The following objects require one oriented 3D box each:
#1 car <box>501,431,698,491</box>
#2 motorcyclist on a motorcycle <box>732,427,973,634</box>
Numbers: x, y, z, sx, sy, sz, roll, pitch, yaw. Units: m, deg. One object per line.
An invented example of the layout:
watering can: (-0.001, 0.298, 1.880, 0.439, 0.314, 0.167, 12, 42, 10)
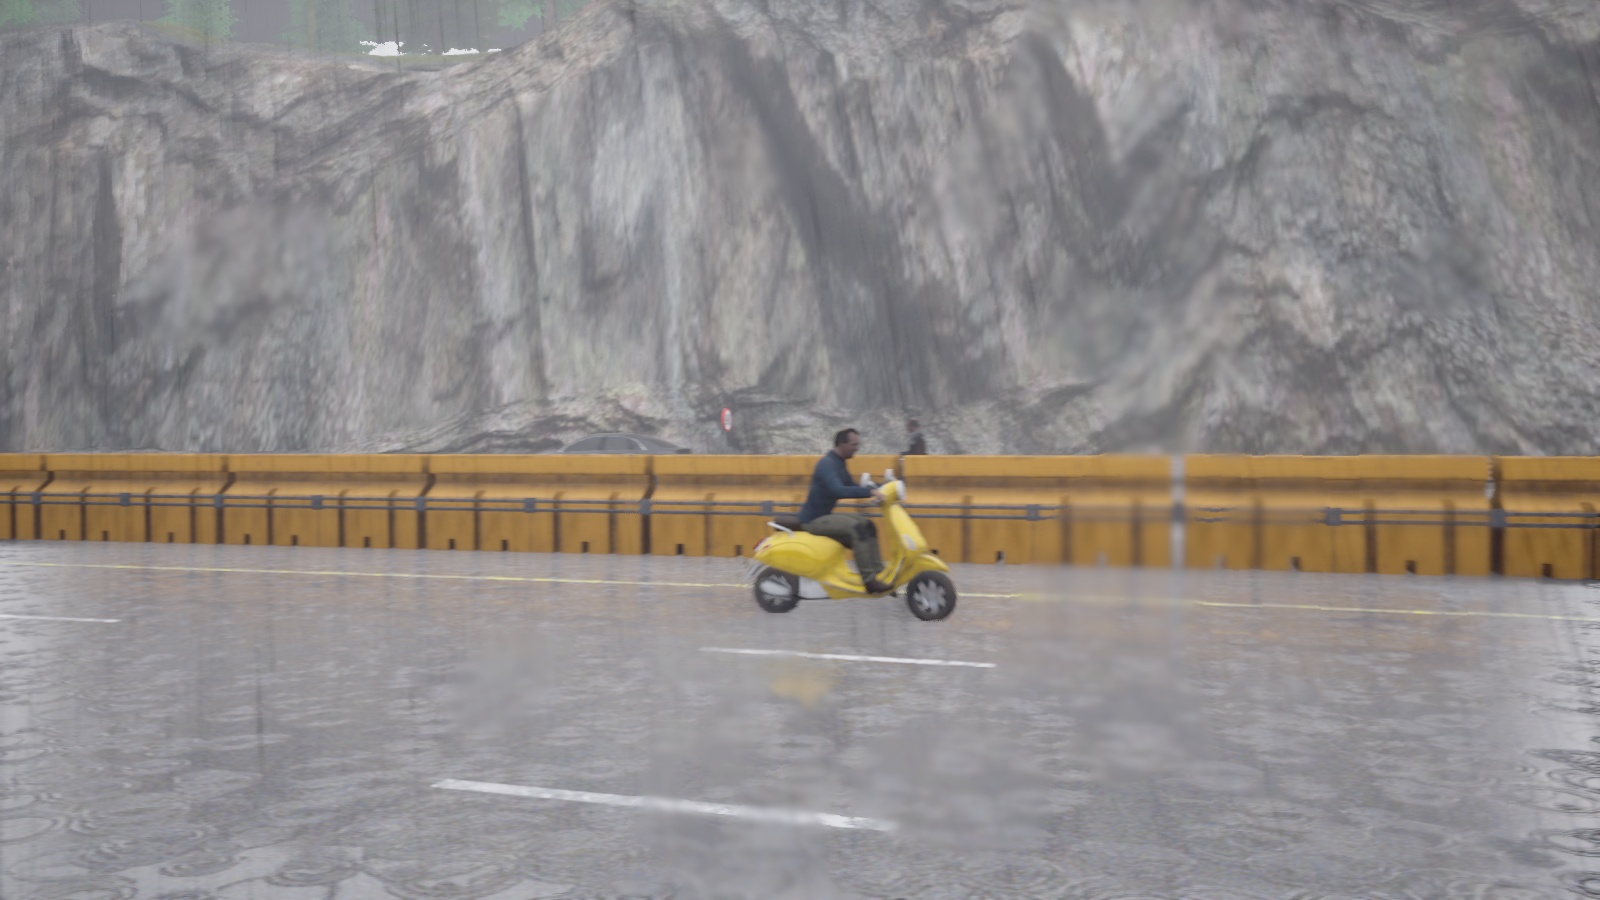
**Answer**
car: (-5.396, 0.266, 33.930, 4.892, 1.490, 1.837, 1, 1, 15)
motorcyclist on a motorcycle: (0.447, 0.614, 10.422, 1.817, 1.590, 0.866, 1, 1, 18)
